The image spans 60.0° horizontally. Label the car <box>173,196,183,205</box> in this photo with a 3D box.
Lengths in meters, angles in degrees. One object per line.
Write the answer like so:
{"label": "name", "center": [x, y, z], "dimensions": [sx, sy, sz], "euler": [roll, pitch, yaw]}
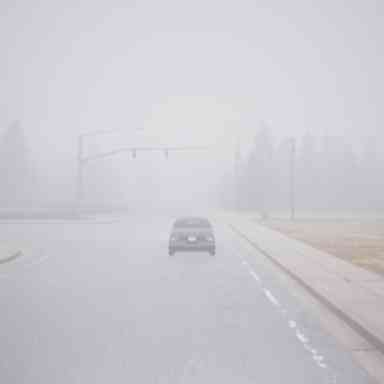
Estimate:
{"label": "car", "center": [-3.263, 2.057, 80.391], "dimensions": [2.150, 2.045, 5.566], "euler": [0, -1, 1]}

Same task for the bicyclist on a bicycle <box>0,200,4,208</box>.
{"label": "bicyclist on a bicycle", "center": [-25.301, 1.774, 43.987], "dimensions": [0.582, 1.620, 1.656], "euler": [-2, -42, 2]}

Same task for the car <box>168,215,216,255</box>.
{"label": "car", "center": [0.006, 1.694, 13.993], "dimensions": [2.033, 1.411, 5.357], "euler": [0, -1, 0]}
